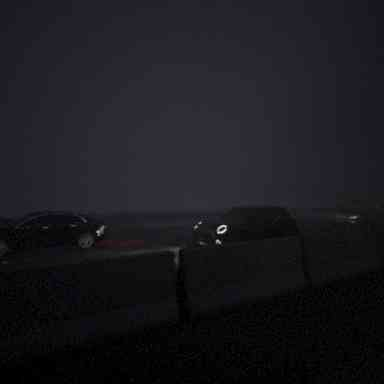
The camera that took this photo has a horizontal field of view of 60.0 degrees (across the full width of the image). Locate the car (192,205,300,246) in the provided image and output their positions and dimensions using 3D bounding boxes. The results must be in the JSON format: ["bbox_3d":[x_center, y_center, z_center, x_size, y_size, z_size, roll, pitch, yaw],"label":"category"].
[{"bbox_3d":[2.252,1.347,13.660,4.553,1.767,2.097,0,0,-32],"label":"car"}]

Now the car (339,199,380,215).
[{"bbox_3d":[17.551,1.501,34.876,5.008,1.535,1.882,0,0,-30],"label":"car"}]

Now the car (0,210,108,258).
[{"bbox_3d":[-5.693,1.478,12.664,4.892,1.490,1.837,0,0,-34],"label":"car"}]

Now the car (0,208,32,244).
[{"bbox_3d":[-9.879,1.507,14.063,5.357,1.411,2.033,0,0,-35],"label":"car"}]
